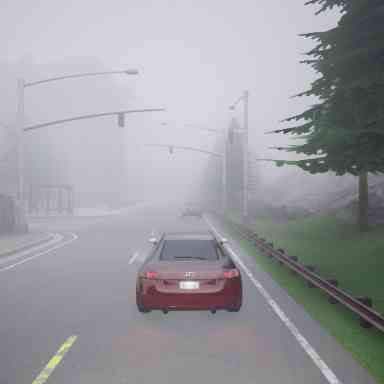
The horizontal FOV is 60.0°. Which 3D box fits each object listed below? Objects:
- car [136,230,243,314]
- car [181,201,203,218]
[{"bbox_3d":[-0.077,1.564,7.696,1.994,1.385,4.181,0,0,-1],"label":"car"},{"bbox_3d":[-0.011,1.546,29.586,2.033,1.411,5.357,0,0,1],"label":"car"}]
